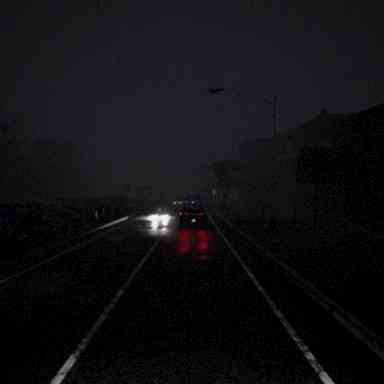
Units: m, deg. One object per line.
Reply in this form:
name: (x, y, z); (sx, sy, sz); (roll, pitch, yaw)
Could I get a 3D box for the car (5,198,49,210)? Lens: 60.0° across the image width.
car: (-22.098, 1.629, 44.649); (4.792, 1.488, 2.163); (0, 0, 0)

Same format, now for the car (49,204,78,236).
car: (-8.958, 1.593, 17.525); (4.892, 1.521, 2.231); (0, 0, 0)

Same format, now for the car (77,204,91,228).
car: (-8.953, 1.644, 20.328); (4.674, 1.452, 2.002); (0, 0, 0)

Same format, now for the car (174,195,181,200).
car: (-3.252, 1.426, 77.224); (1.994, 1.385, 4.181); (0, 1, 0)

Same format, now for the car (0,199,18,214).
car: (-22.062, 1.609, 36.322); (5.008, 1.535, 2.097); (0, 0, 0)

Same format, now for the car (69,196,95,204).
car: (-22.097, 1.616, 66.854); (4.674, 1.452, 2.002); (0, 0, 0)

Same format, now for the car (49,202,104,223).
car: (-8.989, 1.642, 23.136); (4.792, 1.488, 2.163); (0, 0, 0)

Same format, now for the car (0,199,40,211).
car: (-22.071, 1.604, 41.874); (4.892, 1.521, 2.231); (0, 0, 0)

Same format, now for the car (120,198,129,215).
car: (-8.966, 1.614, 31.548); (5.008, 1.535, 2.097); (0, 0, 0)

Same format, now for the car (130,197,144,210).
car: (-8.797, 1.601, 39.958); (5.366, 1.575, 1.946); (0, 0, 0)

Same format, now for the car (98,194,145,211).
car: (-8.958, 1.350, 42.761); (5.566, 2.045, 2.435); (0, 0, 0)

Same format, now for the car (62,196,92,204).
car: (-22.091, 1.578, 64.078); (5.008, 1.535, 2.097); (0, 0, 0)

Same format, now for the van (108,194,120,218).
van: (-8.851, 1.390, 28.741); (4.442, 1.987, 1.878); (0, 0, 0)

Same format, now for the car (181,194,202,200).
car: (0.098, 1.332, 41.185); (2.150, 2.045, 5.566); (0, -1, 0)

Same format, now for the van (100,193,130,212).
van: (-9.092, 1.385, 34.351); (4.442, 1.987, 1.878); (0, 0, 0)

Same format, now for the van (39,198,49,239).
van: (-9.064, 1.354, 14.719); (4.442, 1.987, 1.878); (0, 0, 0)

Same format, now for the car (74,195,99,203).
car: (-22.135, 1.448, 69.629); (4.553, 1.767, 2.185); (0, 0, 0)

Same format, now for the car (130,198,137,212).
car: (-8.981, 1.648, 37.155); (4.674, 1.452, 2.002); (0, 0, 0)

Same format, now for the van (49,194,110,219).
van: (-9.080, 1.389, 25.939); (4.442, 1.987, 1.878); (0, 0, 0)

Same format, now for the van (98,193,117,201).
van: (-22.009, 1.339, 86.280); (4.442, 1.987, 1.878); (0, 0, 0)

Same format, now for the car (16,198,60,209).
car: (-21.887, 1.594, 47.424); (5.366, 1.575, 1.946); (0, 0, 0)

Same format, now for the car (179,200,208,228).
car: (0.099, 1.589, 23.231); (2.128, 1.511, 4.902); (0, 0, 0)

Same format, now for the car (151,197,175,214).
car: (-3.345, 1.606, 36.586); (2.128, 1.511, 4.902); (0, 0, 0)

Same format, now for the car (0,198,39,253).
car: (-8.916, 1.310, 11.918); (5.566, 2.045, 2.435); (0, 0, 0)

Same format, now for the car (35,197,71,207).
car: (-22.051, 1.620, 52.976); (4.792, 1.488, 2.163); (0, 0, 0)

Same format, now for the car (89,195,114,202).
car: (-21.933, 1.564, 80.729); (5.366, 1.575, 1.946); (0, 0, 0)

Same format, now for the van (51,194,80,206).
van: (-22.205, 1.358, 58.526); (4.442, 1.987, 1.878); (0, 0, 0)

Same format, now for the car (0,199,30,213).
car: (-22.066, 1.606, 39.098); (5.008, 1.535, 2.097); (0, 0, 0)

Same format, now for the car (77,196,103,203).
car: (-22.113, 1.571, 72.405); (5.008, 1.535, 2.097); (0, 0, 0)
